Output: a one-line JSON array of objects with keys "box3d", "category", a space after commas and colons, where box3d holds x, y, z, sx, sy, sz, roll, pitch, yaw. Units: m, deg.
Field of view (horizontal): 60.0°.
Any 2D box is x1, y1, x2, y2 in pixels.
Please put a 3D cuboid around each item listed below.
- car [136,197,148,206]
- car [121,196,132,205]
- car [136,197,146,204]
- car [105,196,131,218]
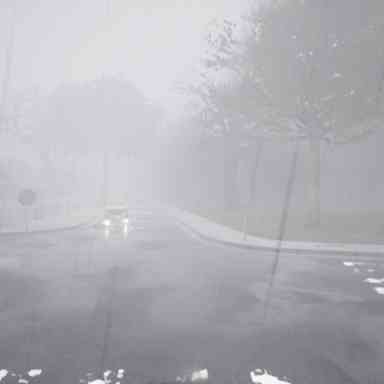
[{"box3d": [-8.547, 1.525, 57.220, 2.128, 1.511, 4.902, 0, 0, -10], "category": "car"}, {"box3d": [-11.971, 1.561, 60.830, 1.837, 1.490, 4.892, 0, -1, -10], "category": "car"}, {"box3d": [-10.337, 1.685, 67.515, 1.895, 1.301, 4.718, 0, 0, -10], "category": "car"}, {"box3d": [-6.644, 1.420, 29.632, 1.882, 1.535, 5.008, 0, 0, -10], "category": "car"}]
